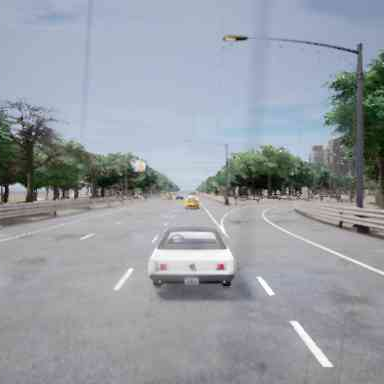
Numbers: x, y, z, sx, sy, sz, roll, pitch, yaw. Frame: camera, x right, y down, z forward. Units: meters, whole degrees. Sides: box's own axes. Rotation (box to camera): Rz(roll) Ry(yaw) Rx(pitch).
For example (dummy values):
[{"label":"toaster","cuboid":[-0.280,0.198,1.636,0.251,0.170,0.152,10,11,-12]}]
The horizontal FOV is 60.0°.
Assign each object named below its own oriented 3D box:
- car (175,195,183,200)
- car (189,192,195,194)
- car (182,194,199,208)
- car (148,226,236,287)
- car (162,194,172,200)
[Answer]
[{"label":"car","cuboid":[-3.485,1.506,90.312,1.812,1.442,4.674,0,0,0]},{"label":"car","cuboid":[0.014,1.505,85.440,1.812,1.442,4.674,0,0,0]},{"label":"car","cuboid":[0.005,1.435,46.152,1.882,1.535,5.008,0,0,0]},{"label":"car","cuboid":[0.002,1.592,9.233,1.895,1.301,4.718,0,0,0]},{"label":"car","cuboid":[-6.985,1.458,89.898,1.882,1.535,5.008,0,0,0]}]
